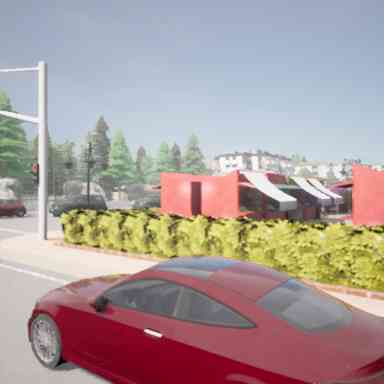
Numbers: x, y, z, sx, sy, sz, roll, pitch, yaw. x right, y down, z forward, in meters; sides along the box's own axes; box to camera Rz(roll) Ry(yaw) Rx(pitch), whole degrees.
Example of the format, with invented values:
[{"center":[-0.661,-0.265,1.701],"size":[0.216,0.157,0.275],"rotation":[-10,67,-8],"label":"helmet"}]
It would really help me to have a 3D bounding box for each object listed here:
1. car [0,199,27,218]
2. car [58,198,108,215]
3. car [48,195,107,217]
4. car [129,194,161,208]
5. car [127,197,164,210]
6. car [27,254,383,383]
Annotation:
[{"center":[-16.942,1.395,28.832],"size":[2.097,1.767,4.553],"rotation":[0,0,36],"label":"car"},{"center":[-11.702,1.521,36.054],"size":[1.882,1.535,5.008],"rotation":[0,0,36],"label":"car"},{"center":[-10.682,1.266,31.506],"size":[2.150,2.045,5.566],"rotation":[0,0,36],"label":"car"},{"center":[-4.594,1.267,39.889],"size":[2.150,2.045,5.566],"rotation":[0,0,36],"label":"car"},{"center":[-6.079,1.521,43.800],"size":[1.882,1.535,5.008],"rotation":[0,0,36],"label":"car"},{"center":[-0.089,1.525,4.045],"size":[4.674,1.442,1.812],"rotation":[0,0,36],"label":"car"}]
